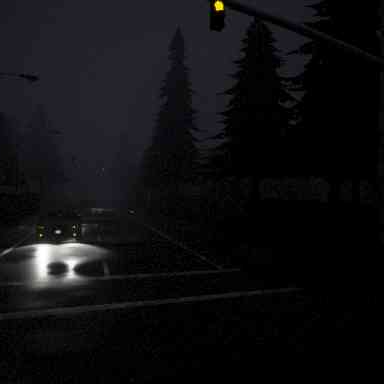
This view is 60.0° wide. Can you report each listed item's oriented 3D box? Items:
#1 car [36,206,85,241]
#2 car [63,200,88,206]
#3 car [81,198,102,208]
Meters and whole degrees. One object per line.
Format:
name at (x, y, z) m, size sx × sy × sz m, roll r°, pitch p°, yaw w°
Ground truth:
car at (-6.671, 1.639, 17.012) m, size 1.994 × 1.385 × 4.181 m, roll 1°, pitch 0°, yaw -17°
car at (-9.726, 1.629, 26.928) m, size 2.033 × 1.411 × 5.357 m, roll 1°, pitch 0°, yaw -17°
car at (-15.598, 1.607, 50.899) m, size 2.128 × 1.511 × 4.902 m, roll 1°, pitch 0°, yaw -43°
